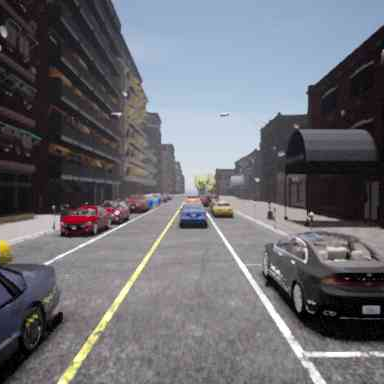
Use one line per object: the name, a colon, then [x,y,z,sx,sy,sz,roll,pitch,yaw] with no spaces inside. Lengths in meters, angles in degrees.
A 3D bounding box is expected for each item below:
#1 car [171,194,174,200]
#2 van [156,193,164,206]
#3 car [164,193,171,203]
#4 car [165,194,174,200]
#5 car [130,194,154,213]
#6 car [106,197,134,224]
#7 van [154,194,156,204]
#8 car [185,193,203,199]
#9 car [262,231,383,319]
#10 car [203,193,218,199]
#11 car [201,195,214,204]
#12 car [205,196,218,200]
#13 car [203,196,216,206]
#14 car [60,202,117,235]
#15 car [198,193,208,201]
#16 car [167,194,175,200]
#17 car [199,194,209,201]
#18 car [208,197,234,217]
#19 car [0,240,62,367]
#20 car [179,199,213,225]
car: [-5.718,1.343,79.181,1.947,1.339,4.313,0,0,0]
van: [-5.707,1.176,51.482,1.690,1.788,3.998,0,0,0]
car: [-5.711,1.126,62.561,2.192,1.841,5.009,0,0,0]
car: [-5.720,1.319,84.719,2.008,1.369,4.403,0,0,0]
car: [-5.701,1.195,34.865,2.192,1.841,5.009,0,0,0]
car: [-5.697,1.355,23.786,1.967,1.590,4.097,0,0,0]
van: [-5.703,1.205,40.405,1.690,1.788,3.998,0,0,0]
car: [0.083,1.203,45.467,2.097,1.767,4.553,0,0,0]
car: [2.690,1.524,7.173,2.008,1.369,4.403,0,0,0]
car: [2.676,1.165,45.946,2.192,1.841,5.009,0,0,0]
car: [2.671,1.264,57.025,1.967,1.590,4.097,0,0,0]
car: [2.679,1.431,34.869,2.008,1.369,4.403,0,0,0]
car: [2.673,1.361,51.656,1.752,1.417,4.829,0,0,0]
car: [-5.695,1.478,18.248,1.887,1.381,4.507,0,0,0]
car: [2.663,1.093,79.184,2.192,1.841,5.009,0,0,0]
car: [-5.722,1.311,90.257,2.008,1.369,4.403,0,0,0]
car: [2.665,1.229,73.644,1.967,1.590,4.097,0,0,0]
car: [2.681,1.422,29.499,1.752,1.417,4.829,0,0,0]
car: [-3.097,1.534,3.305,2.033,1.411,5.357,0,0,0]
car: [0.092,1.466,22.935,2.033,1.411,5.357,0,0,0]
